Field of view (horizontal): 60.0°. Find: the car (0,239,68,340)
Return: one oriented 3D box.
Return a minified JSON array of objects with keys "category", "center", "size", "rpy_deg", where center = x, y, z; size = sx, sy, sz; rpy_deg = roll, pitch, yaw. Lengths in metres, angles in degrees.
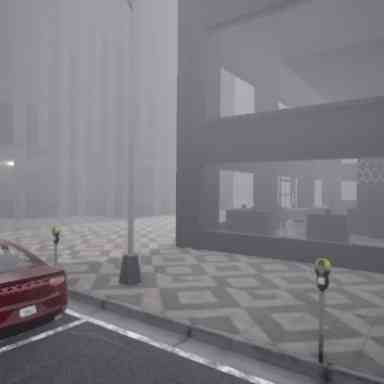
[{"category":"car","center":[-4.063,1.485,5.876],"size":[4.507,1.381,1.887],"rpy_deg":[1,1,36]}]
